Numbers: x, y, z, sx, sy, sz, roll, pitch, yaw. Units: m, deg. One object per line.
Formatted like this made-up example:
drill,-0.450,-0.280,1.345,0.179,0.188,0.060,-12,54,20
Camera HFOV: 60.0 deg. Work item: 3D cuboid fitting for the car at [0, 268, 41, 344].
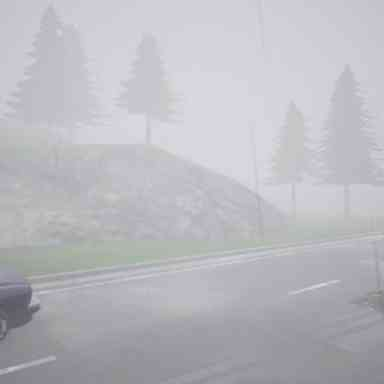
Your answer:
car,-4.755,1.674,4.638,4.718,1.301,1.895,1,-1,-36
